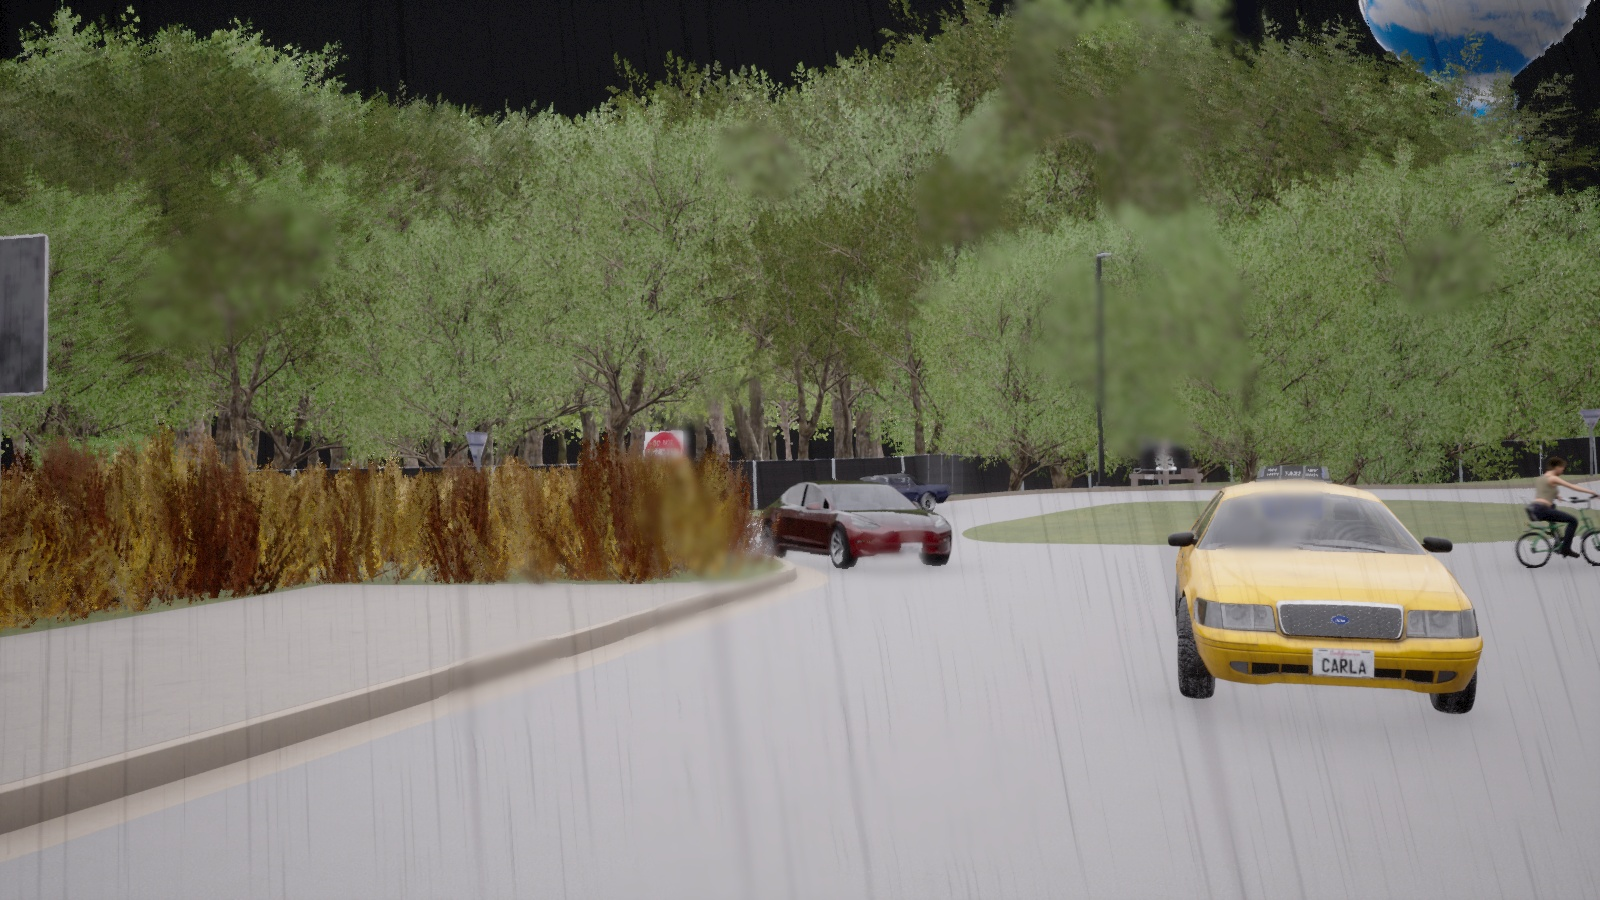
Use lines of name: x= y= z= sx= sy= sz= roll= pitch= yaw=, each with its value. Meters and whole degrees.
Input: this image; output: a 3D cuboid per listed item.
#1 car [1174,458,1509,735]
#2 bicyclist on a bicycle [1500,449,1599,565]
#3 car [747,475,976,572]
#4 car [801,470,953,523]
car: x=3.950 y=0.863 z=10.039 sx=1.801 sy=1.575 sz=5.366 roll=0 pitch=0 yaw=16
bicyclist on a bicycle: x=11.205 y=0.813 z=18.232 sx=1.509 sy=1.612 sz=0.866 roll=-2 pitch=-3 yaw=-2
car: x=0.917 y=1.255 z=22.166 sx=2.163 sy=1.488 sz=4.792 roll=0 pitch=-2 yaw=-23
car: x=2.510 y=1.464 z=40.407 sx=4.718 sy=1.301 sz=1.895 roll=-4 pitch=1 yaw=-37
